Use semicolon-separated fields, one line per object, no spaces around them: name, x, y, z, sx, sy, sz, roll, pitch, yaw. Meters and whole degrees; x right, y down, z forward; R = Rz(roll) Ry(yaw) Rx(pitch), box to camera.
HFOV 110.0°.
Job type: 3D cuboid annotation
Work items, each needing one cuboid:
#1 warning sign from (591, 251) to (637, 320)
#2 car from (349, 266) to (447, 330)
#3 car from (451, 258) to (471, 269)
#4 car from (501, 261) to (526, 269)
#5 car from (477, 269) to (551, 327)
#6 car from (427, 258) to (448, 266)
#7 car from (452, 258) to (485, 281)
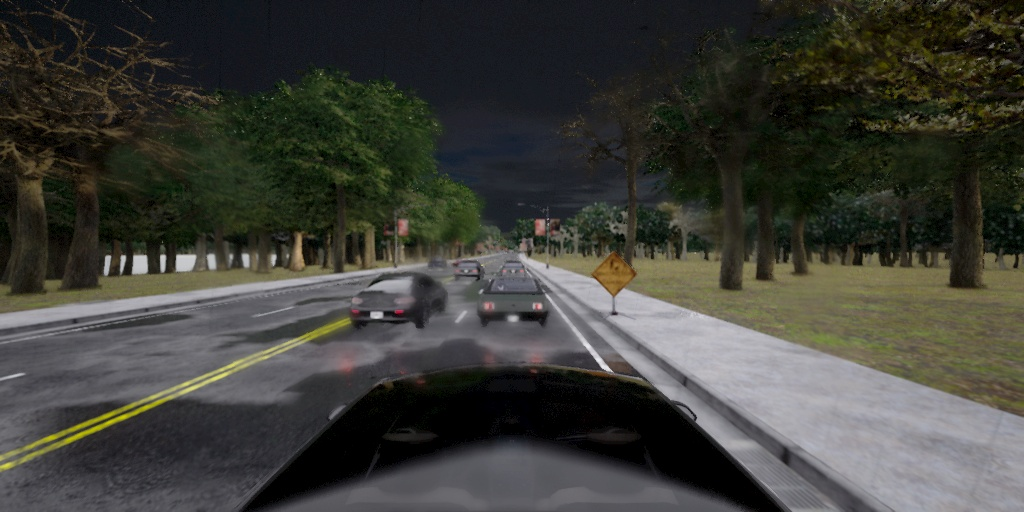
warning sign;2.874;0.794;10.133;1.300;1.860;1.060;0;0;0
car;-3.174;1.197;10.721;1.812;1.442;4.674;0;1;0
car;-6.606;0.976;46.986;1.895;1.301;4.718;0;0;0
car;0.102;1.083;27.296;2.033;1.411;5.357;0;0;0
car;0.087;1.270;11.202;1.895;1.301;4.718;0;0;1
car;-9.856;0.916;47.815;2.033;1.411;5.357;0;0;0
car;-3.150;1.082;27.279;2.033;1.411;5.357;0;0;0
